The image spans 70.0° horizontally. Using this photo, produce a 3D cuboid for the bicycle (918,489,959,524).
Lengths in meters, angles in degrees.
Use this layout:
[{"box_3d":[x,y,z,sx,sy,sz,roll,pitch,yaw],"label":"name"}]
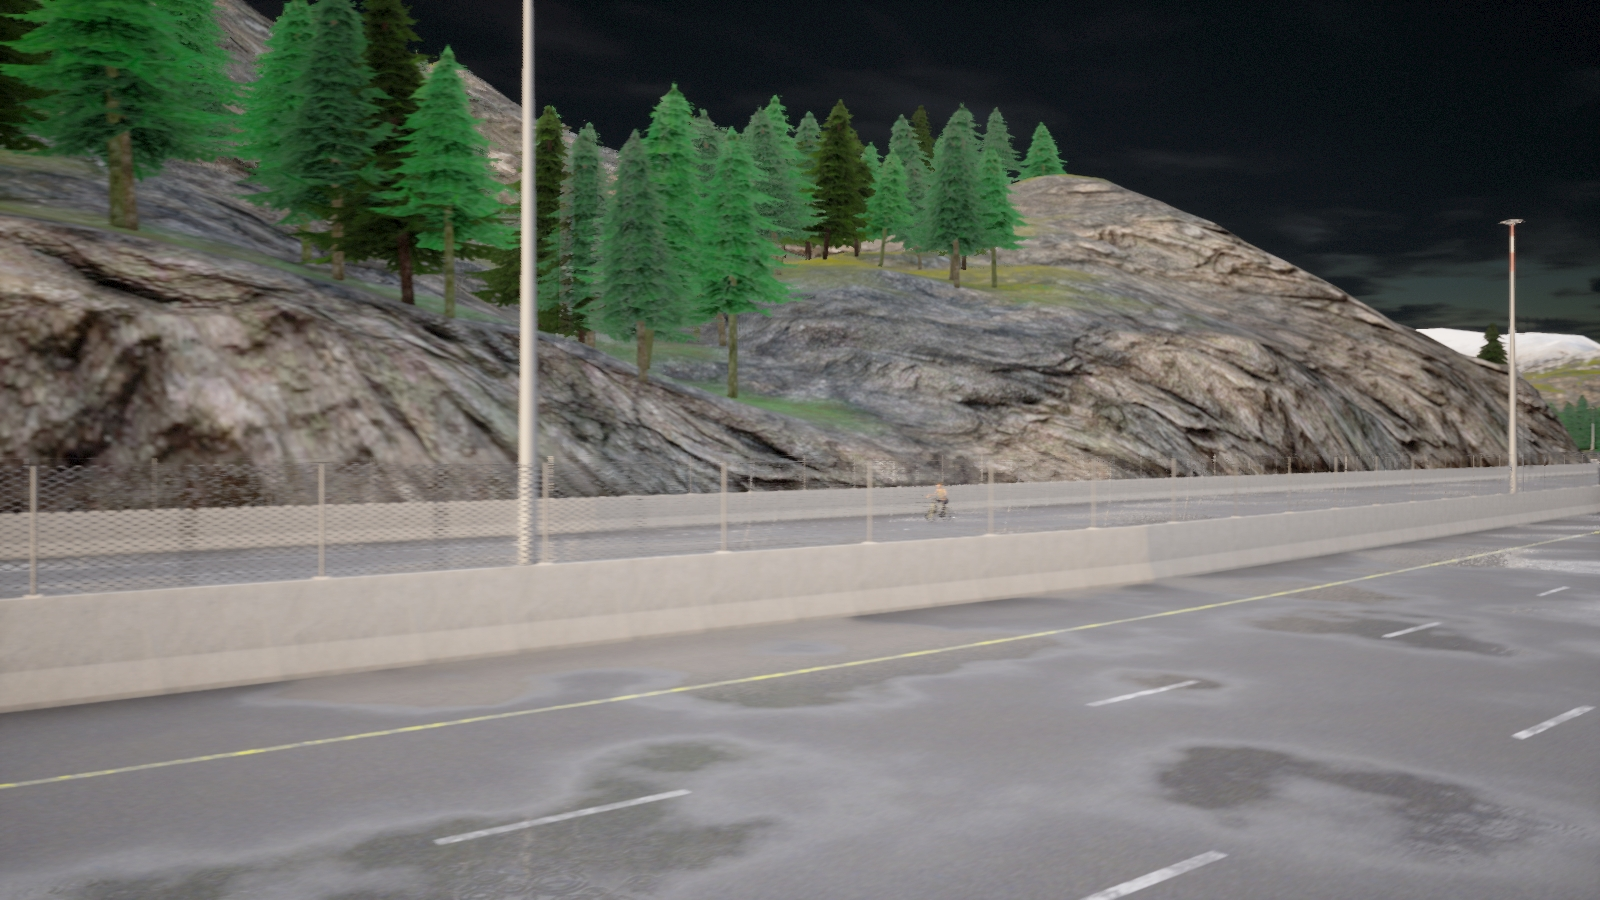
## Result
[{"box_3d":[5.450,2.203,45.004,1.487,1.295,0.859,0,0,-43],"label":"bicycle"}]
